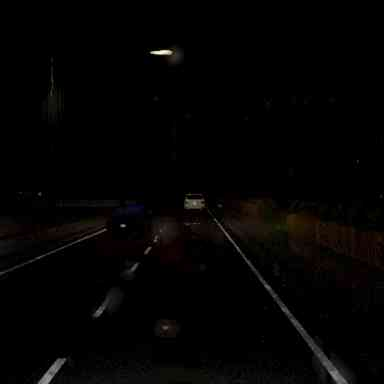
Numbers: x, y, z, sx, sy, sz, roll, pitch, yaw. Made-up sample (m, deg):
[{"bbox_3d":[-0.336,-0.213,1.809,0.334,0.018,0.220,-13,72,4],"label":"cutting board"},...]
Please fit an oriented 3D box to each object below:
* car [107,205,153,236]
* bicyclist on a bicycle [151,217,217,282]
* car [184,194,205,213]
[{"bbox_3d":[-3.310,1.476,18.476,1.882,1.535,5.008,0,0,0],"label":"car"},{"bbox_3d":[-0.217,1.448,8.333,1.656,1.620,0.582,-2,0,0],"label":"bicyclist on a bicycle"},{"bbox_3d":[0.285,1.217,36.365,2.150,2.045,5.566,0,0,0],"label":"car"}]
